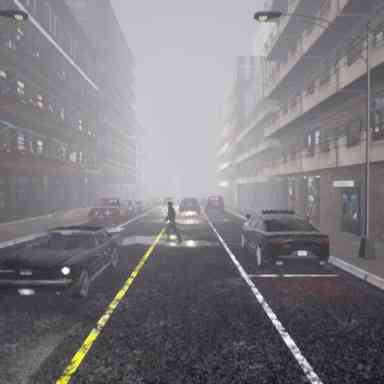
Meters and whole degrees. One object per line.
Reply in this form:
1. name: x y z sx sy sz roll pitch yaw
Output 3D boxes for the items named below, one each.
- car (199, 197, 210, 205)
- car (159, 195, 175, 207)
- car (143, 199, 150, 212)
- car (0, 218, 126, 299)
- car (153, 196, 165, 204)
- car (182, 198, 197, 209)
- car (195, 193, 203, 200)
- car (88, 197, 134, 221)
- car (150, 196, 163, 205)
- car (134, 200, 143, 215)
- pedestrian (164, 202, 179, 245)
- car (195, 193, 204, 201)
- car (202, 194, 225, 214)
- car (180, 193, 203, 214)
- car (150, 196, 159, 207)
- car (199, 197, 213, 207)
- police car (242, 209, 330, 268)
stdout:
1. car: 2.184 1.563 58.153 1.802 1.307 4.206 -1 0 0
2. car: -3.521 1.489 50.423 1.837 1.490 4.892 0 0 0
3. car: -6.002 1.552 35.458 1.947 1.339 4.313 -1 0 0
4. car: -3.172 1.597 8.541 1.895 1.301 4.718 0 0 0
5. car: -6.244 1.505 63.607 1.752 1.417 4.829 -1 0 0
6. car: -0.328 1.584 46.930 1.895 1.301 4.718 0 0 0
7. car: 1.890 1.295 92.134 2.192 1.841 5.009 -1 0 0
8. car: -5.908 1.304 24.131 2.192 1.841 5.009 -1 0 0
9. car: -6.195 1.506 57.944 1.752 1.417 4.829 -1 0 0
10. car: -5.956 1.427 29.794 1.967 1.590 4.097 -1 0 0
11. pedestrian: -0.875 1.289 14.038 0.375 1.860 0.375 -1 1 -5
12. car: 1.938 1.294 86.470 2.192 1.841 5.009 -1 0 0
13. car: 2.374 1.301 35.498 2.192 1.841 5.009 -1 0 0
14. car: -0.226 1.338 35.510 2.097 1.767 4.553 0 0 0
15. car: -6.147 1.507 52.280 1.752 1.417 4.829 -1 0 0
16. car: 2.232 1.548 52.488 1.947 1.339 4.313 -1 0 0
17. police car: 2.904 1.420 11.402 1.930 1.638 5.238 0 0 0
